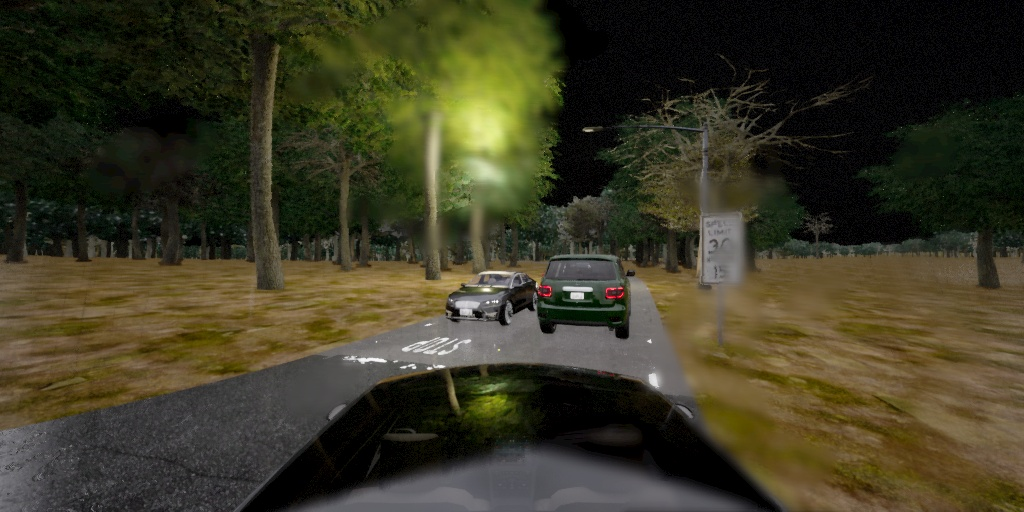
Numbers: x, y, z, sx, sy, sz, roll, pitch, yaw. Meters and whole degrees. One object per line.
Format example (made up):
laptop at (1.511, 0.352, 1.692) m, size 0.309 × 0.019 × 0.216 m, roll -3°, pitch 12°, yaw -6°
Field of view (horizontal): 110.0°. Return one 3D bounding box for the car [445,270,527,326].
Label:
car at (-0.452, 1.254, 12.026) m, size 2.128 × 1.511 × 4.902 m, roll 0°, pitch 0°, yaw 19°

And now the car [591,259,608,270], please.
car at (12.819, 1.185, 52.697) m, size 1.812 × 1.442 × 4.674 m, roll -1°, pitch 1°, yaw 6°

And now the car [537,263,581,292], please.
car at (3.091, 1.246, 22.581) m, size 1.882 × 1.535 × 5.008 m, roll 0°, pitch 0°, yaw 18°

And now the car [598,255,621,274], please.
car at (11.404, 0.945, 42.291) m, size 2.150 × 2.045 × 5.566 m, roll 0°, pitch 0°, yaw 11°

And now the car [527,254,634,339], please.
car at (2.312, 0.976, 10.464) m, size 2.150 × 2.045 × 5.566 m, roll 0°, pitch 0°, yaw 19°

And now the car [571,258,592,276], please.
car at (7.430, 1.096, 38.247) m, size 2.097 × 1.767 × 4.553 m, roll 0°, pitch 0°, yaw 12°
